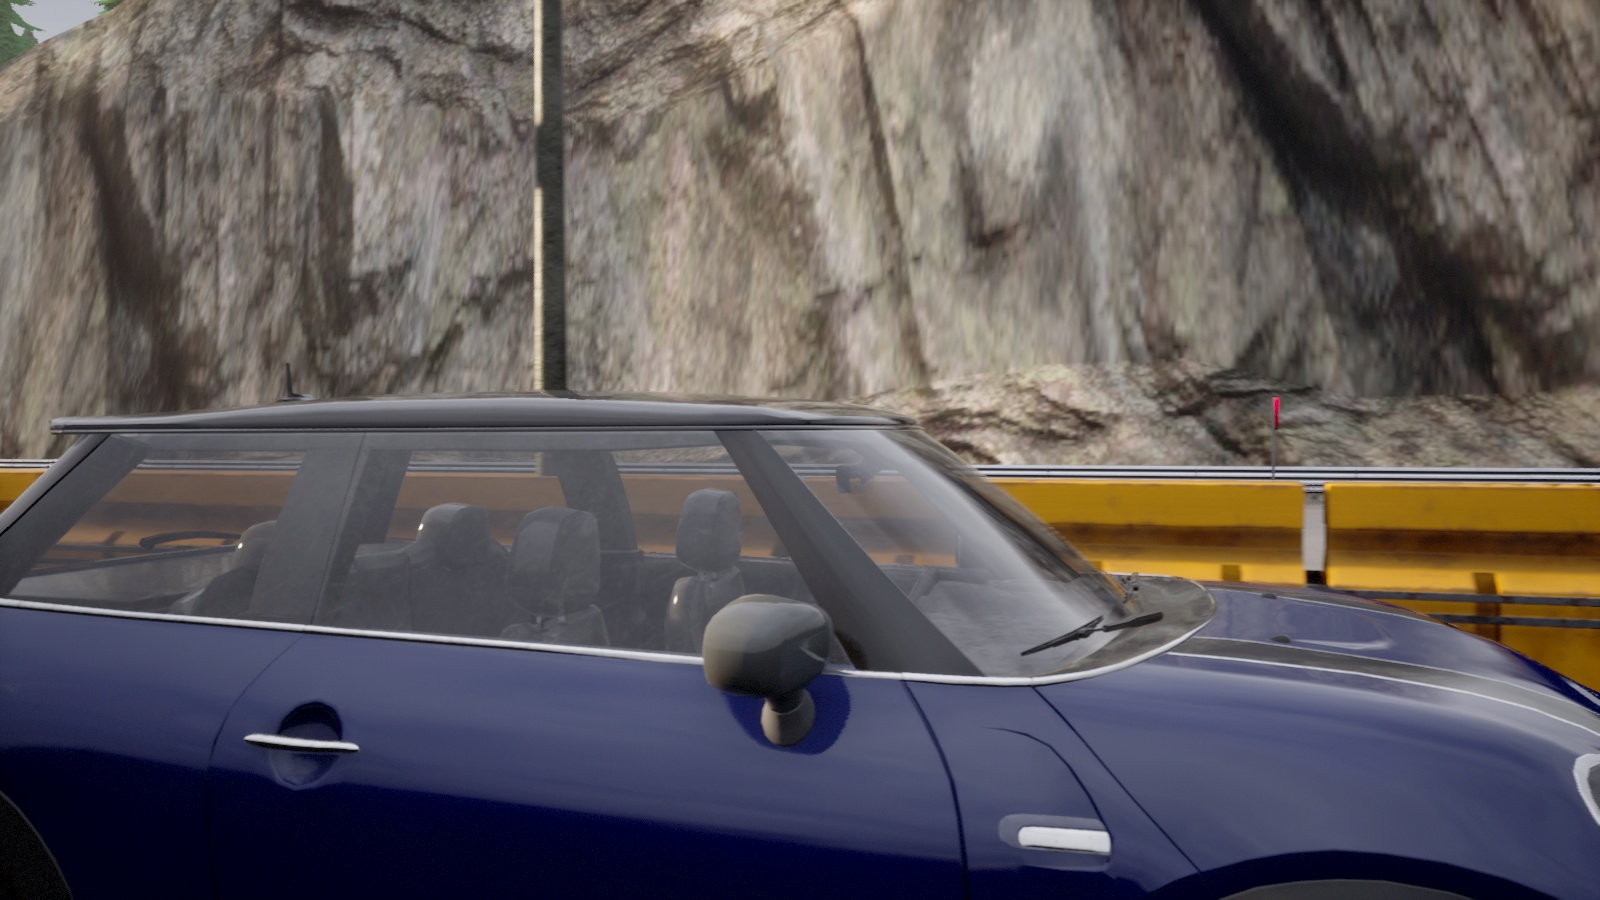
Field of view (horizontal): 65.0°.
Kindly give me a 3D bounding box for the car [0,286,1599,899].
[{"bbox_3d":[-0.126,0.633,3.235,4.553,1.767,2.097,0,1,19],"label":"car"}]
